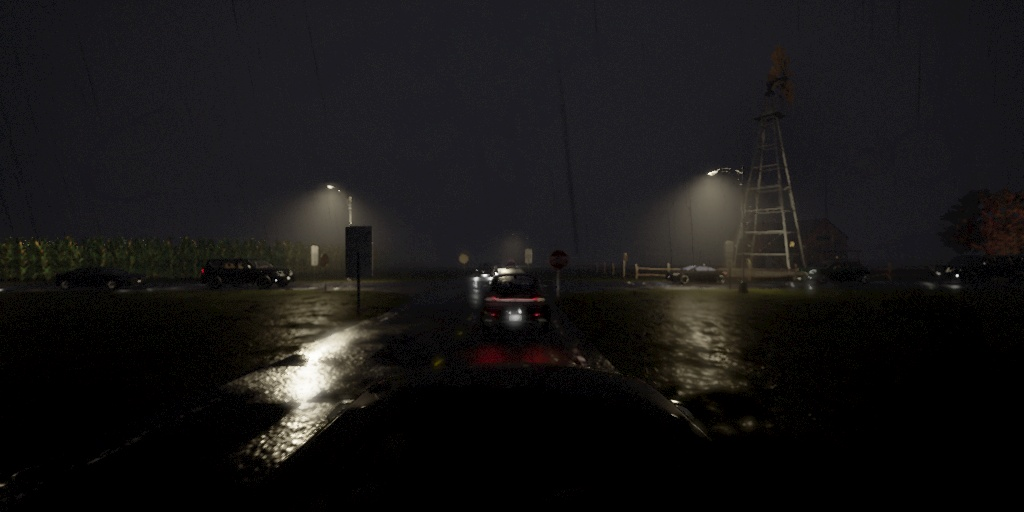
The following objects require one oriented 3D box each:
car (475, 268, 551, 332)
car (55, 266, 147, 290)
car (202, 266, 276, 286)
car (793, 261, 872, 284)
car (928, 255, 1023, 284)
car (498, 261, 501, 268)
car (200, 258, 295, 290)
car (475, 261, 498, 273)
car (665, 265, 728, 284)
[{"bbox_3d":[0.104,1.300,11.144,2.128,1.511,4.902,0,0,0],"label":"car"},{"bbox_3d":[-28.191,1.481,24.706,5.008,1.535,1.882,0,0,0],"label":"car"},{"bbox_3d":[-20.971,1.519,27.679,4.181,1.385,1.994,0,0,0],"label":"car"},{"bbox_3d":[23.898,1.144,26.912,4.553,1.767,2.097,0,0,2],"label":"car"},{"bbox_3d":[34.508,0.969,26.536,5.566,2.045,2.150,0,1,3],"label":"car"},{"bbox_3d":[-2.950,1.626,50.707,1.895,1.301,4.718,0,0,0],"label":"car"},{"bbox_3d":[-18.156,1.188,24.704,5.566,2.045,2.150,0,0,0],"label":"car"},{"bbox_3d":[-2.978,1.477,40.323,1.837,1.490,4.892,0,0,1],"label":"car"},{"bbox_3d":[13.918,1.392,27.189,4.181,1.385,1.994,0,0,2],"label":"car"}]
